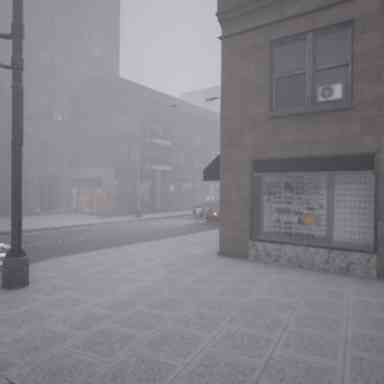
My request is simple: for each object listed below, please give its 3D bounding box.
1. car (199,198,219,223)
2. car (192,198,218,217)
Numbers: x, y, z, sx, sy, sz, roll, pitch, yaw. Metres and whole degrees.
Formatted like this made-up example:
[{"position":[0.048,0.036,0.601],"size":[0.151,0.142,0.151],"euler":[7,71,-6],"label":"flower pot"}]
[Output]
[{"position":[2.638,1.363,22.610],"size":[1.994,1.385,4.181],"euler":[1,1,36],"label":"car"},{"position":[1.892,1.245,26.895],"size":[2.128,1.511,4.902],"euler":[1,1,36],"label":"car"}]
